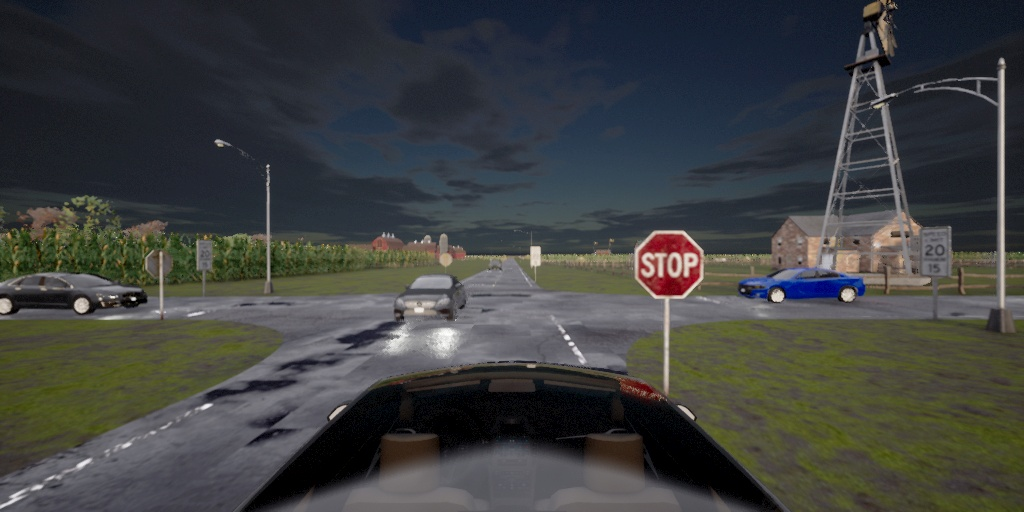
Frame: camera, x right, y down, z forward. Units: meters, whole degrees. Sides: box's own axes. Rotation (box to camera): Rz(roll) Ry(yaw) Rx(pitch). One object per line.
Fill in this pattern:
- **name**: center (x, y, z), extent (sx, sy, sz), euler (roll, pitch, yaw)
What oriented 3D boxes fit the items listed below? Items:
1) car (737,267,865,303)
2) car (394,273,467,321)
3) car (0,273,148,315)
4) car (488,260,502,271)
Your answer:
- **car**: center (13.086, 1.270, 16.413), extent (5.008, 1.535, 1.882), euler (-1, 0, 0)
- **car**: center (-2.739, 1.364, 12.923), extent (1.812, 1.442, 4.674), euler (0, 0, 0)
- **car**: center (-17.214, 1.422, 14.028), extent (4.892, 1.490, 1.837), euler (0, 0, 0)
- **car**: center (-2.691, 1.460, 57.519), extent (2.097, 1.767, 4.553), euler (0, 0, 0)
